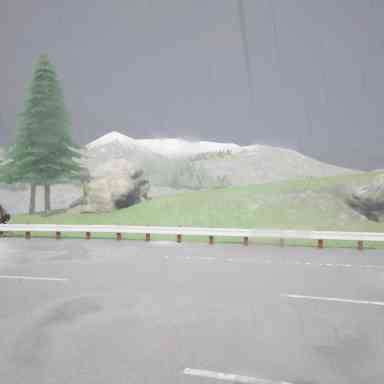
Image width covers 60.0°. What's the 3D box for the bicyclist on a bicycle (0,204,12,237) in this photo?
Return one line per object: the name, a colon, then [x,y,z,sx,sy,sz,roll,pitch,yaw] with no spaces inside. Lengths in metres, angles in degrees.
bicyclist on a bicycle: [-9.209,1.431,16.094,0.582,1.620,1.656,0,-4,5]
